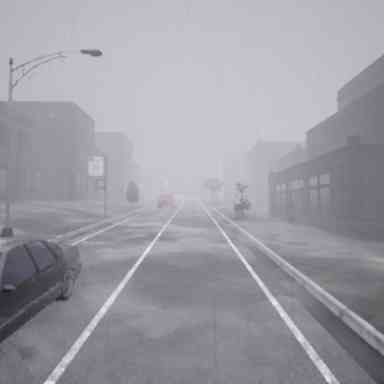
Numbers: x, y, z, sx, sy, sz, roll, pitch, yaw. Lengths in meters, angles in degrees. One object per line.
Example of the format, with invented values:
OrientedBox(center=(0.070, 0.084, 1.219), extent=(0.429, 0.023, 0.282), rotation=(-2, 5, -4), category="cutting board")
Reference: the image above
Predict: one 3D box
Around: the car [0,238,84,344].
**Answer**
OrientedBox(center=(-3.440, 1.536, 5.552), extent=(2.033, 1.411, 5.357), rotation=(0, 0, 0), category="car")

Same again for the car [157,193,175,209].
OrientedBox(center=(-3.581, 1.223, 46.785), extent=(2.150, 2.045, 5.566), rotation=(0, 0, 0), category="car")
